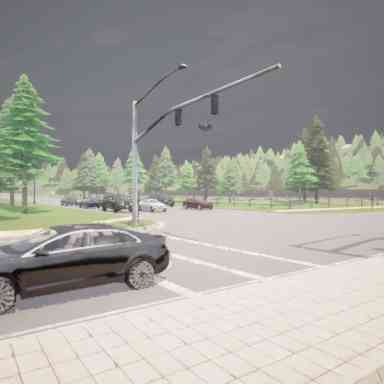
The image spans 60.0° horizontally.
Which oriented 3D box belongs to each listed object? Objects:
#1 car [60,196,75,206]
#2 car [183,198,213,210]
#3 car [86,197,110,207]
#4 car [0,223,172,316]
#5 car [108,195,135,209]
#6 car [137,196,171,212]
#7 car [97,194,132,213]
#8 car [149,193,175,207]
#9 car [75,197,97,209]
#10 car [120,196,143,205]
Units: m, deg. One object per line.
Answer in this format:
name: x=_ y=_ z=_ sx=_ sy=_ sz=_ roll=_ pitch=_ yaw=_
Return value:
car: x=-20.070 y=1.504 z=54.254 sx=1.837 sy=1.490 sz=4.892 roll=0 pitch=0 yaw=-35
car: x=0.734 y=1.476 z=42.888 sx=1.882 sy=1.535 sz=5.008 roll=0 pitch=0 yaw=-35
car: x=-15.163 y=1.547 z=53.341 sx=2.033 sy=1.411 sz=5.357 roll=0 pitch=0 yaw=-35
car: x=-2.802 y=1.492 z=7.500 sx=4.902 sy=1.511 sz=2.128 roll=0 pitch=0 yaw=-35
car: x=-9.707 y=1.351 z=45.570 sx=2.097 sy=1.767 sz=4.553 roll=0 pitch=0 yaw=-35
car: x=-4.653 y=1.525 z=38.412 sx=1.812 sy=1.442 sz=4.674 roll=0 pitch=0 yaw=-35
car: x=-8.522 y=1.221 z=37.813 sx=2.150 sy=2.045 sz=5.566 roll=0 pitch=0 yaw=-36
car: x=-4.842 y=1.220 z=50.820 sx=2.150 sy=2.045 sz=5.566 roll=0 pitch=0 yaw=-35
car: x=-14.148 y=1.600 z=45.801 sx=1.895 sy=1.301 sz=4.718 roll=0 pitch=0 yaw=-35
car: x=-10.965 y=1.546 z=59.583 sx=2.033 sy=1.411 sz=5.357 roll=0 pitch=0 yaw=-35
